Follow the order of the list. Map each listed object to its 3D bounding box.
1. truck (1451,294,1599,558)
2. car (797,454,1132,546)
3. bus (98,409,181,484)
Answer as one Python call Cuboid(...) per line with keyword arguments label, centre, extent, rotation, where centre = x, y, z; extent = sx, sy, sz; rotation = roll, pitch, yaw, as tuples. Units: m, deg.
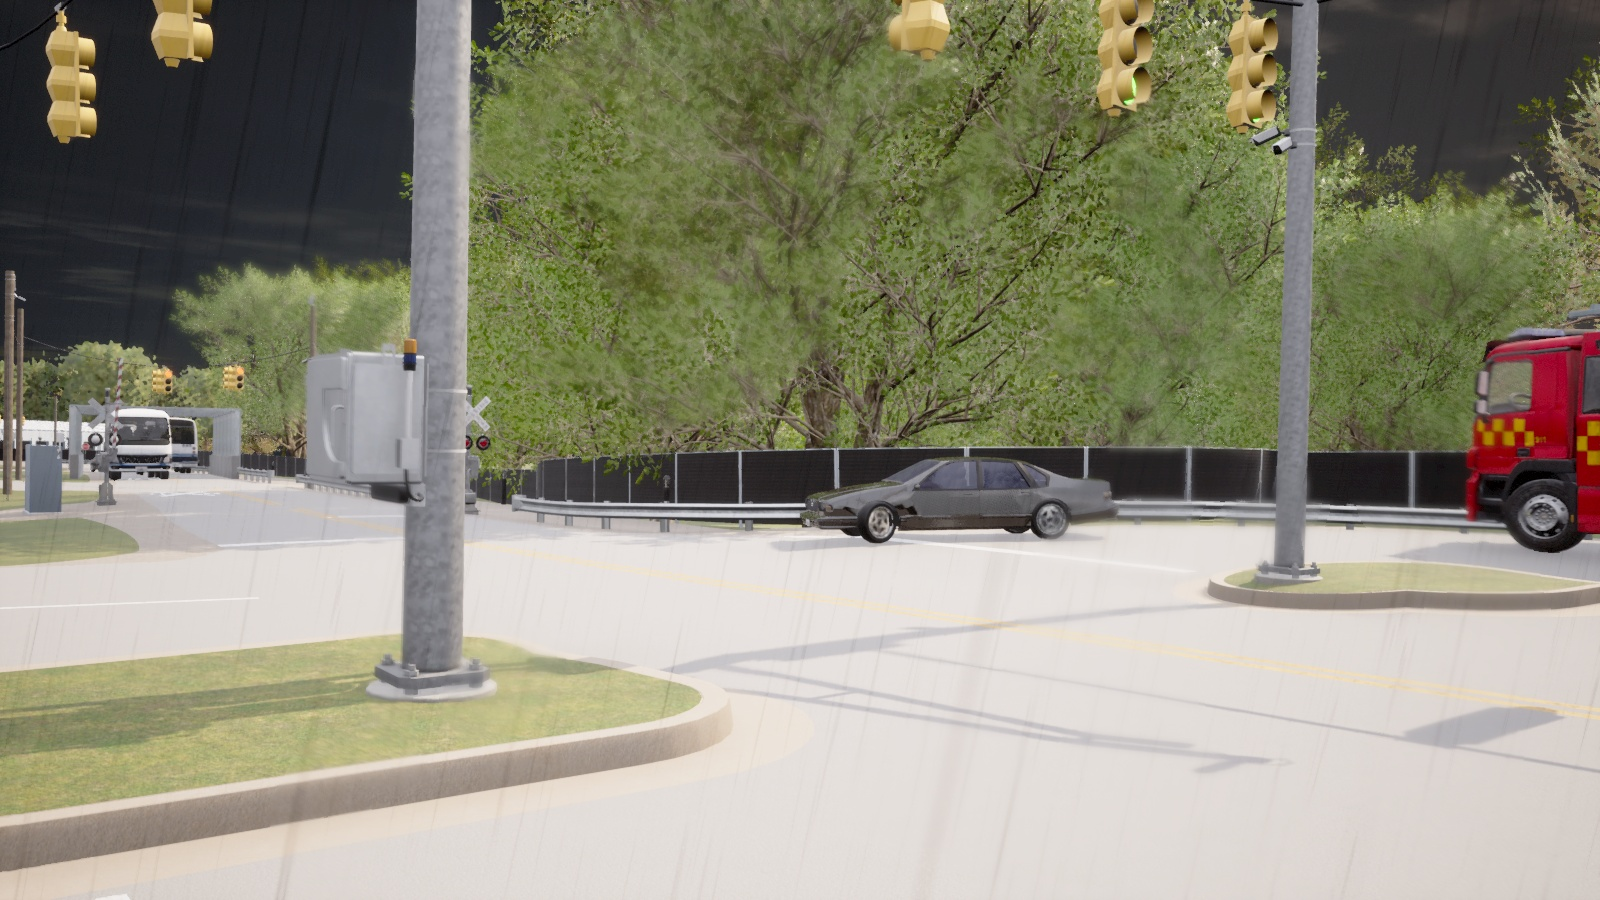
Cuboid(label="truck", centre=(13.225, -0.343, 17.414), extent=(2.891, 3.827, 8.468), rotation=(0, 0, -10))
Cuboid(label="car", centre=(2.766, 0.806, 21.675), extent=(5.357, 1.411, 2.033), rotation=(-1, 0, -11))
Cuboid(label="bus", centre=(-40.451, -0.173, 76.687), extent=(3.944, 4.253, 10.273), rotation=(0, 0, -31))
